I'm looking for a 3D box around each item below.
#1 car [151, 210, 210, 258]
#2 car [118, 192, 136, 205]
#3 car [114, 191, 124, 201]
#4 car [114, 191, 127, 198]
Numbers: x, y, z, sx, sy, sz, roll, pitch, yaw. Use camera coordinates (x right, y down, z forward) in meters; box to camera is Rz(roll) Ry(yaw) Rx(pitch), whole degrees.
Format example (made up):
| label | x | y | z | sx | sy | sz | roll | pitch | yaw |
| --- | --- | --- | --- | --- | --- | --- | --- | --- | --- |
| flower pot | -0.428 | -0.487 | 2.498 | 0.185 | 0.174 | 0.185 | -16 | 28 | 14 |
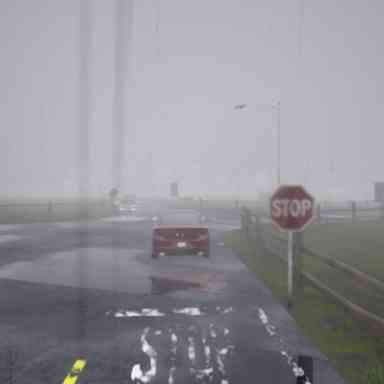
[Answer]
| label | x | y | z | sx | sy | sz | roll | pitch | yaw |
| --- | --- | --- | --- | --- | --- | --- | --- | --- | --- |
| car | -0.468 | 1.388 | 12.412 | 1.882 | 1.535 | 5.008 | 0 | 1 | -4 |
| car | -9.248 | 1.085 | 48.134 | 1.837 | 1.490 | 4.892 | 0 | 1 | -14 |
| car | -13.583 | 0.891 | 62.795 | 1.882 | 1.535 | 5.008 | 0 | 1 | -18 |
| car | -17.083 | 0.566 | 79.372 | 2.128 | 1.511 | 4.902 | 0 | 1 | -24 |
